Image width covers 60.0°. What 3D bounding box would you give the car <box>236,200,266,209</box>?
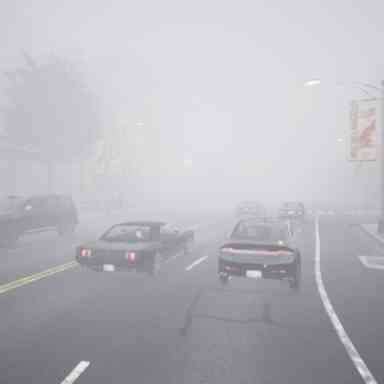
[{"bbox_3d":[5.026,1.379,28.013,2.033,1.411,5.357,0,0,21],"label":"car"}]

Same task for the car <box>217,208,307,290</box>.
[{"bbox_3d":[1.967,1.437,9.093,2.128,1.511,4.902,0,0,17],"label":"car"}]

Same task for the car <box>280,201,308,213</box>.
[{"bbox_3d":[7.423,1.400,24.461,2.033,1.411,5.357,0,0,21],"label":"car"}]

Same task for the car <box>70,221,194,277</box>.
[{"bbox_3d":[-1.376,1.539,10.208,1.895,1.301,4.718,0,0,17],"label":"car"}]

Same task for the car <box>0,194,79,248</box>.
[{"bbox_3d":[-7.475,1.134,14.856,2.150,2.045,5.566,0,0,20],"label":"car"}]
